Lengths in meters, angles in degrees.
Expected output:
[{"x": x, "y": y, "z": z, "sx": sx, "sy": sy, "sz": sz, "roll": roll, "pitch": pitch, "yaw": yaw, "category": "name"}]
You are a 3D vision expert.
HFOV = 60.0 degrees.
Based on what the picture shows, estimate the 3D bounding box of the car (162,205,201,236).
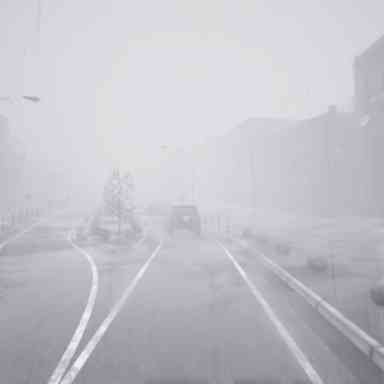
[{"x": -0.768, "y": 1.999, "z": 23.955, "sx": 2.150, "sy": 2.045, "sz": 5.566, "roll": 0, "pitch": -3, "yaw": -8, "category": "car"}]

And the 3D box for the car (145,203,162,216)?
[{"x": -4.837, "y": 2.137, "z": 42.349, "sx": 2.128, "sy": 1.511, "sz": 4.902, "roll": 0, "pitch": 1, "yaw": -13, "category": "car"}]
